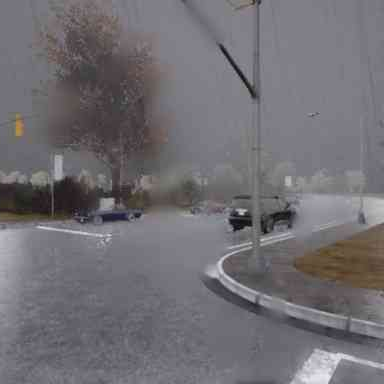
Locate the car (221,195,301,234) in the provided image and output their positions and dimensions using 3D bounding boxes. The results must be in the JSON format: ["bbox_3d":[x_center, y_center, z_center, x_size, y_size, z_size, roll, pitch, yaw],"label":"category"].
[{"bbox_3d":[4.280,1.220,19.530,2.150,2.045,5.566,0,0,39],"label":"car"}]

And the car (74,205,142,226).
[{"bbox_3d":[-5.932,1.589,23.756,1.895,1.301,4.718,0,0,39],"label":"car"}]

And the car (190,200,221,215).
[{"bbox_3d":[1.664,1.540,33.268,1.994,1.385,4.181,0,0,39],"label":"car"}]

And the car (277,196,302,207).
[{"bbox_3d":[14.961,1.417,50.685,2.033,1.411,5.357,0,0,36],"label":"car"}]
